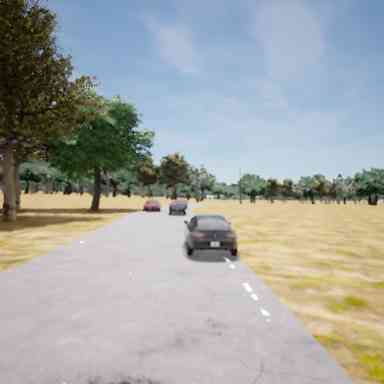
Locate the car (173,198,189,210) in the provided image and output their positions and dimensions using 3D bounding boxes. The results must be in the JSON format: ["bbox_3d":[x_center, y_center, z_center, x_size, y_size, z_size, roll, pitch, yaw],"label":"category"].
[{"bbox_3d":[-1.587,1.760,50.338,1.882,1.535,5.008,0,0,4],"label":"car"}]

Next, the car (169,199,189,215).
[{"bbox_3d":[-1.576,1.688,36.980,2.128,1.511,4.902,1,0,-2],"label":"car"}]

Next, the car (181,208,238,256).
[{"bbox_3d":[0.658,1.598,13.424,1.812,1.442,4.674,1,0,-3],"label":"car"}]

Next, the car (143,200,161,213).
[{"bbox_3d":[-4.821,1.665,40.534,1.882,1.535,5.008,0,0,0],"label":"car"}]
